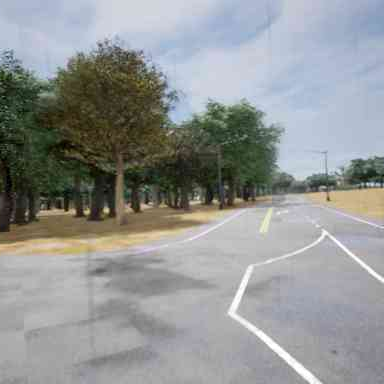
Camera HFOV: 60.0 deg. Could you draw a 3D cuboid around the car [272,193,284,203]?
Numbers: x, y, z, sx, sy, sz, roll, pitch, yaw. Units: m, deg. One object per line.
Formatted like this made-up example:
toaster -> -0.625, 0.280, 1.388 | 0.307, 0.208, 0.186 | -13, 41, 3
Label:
car -> 18.857, 1.590, 73.554 | 2.128, 1.511, 4.902 | -3, 0, 22
